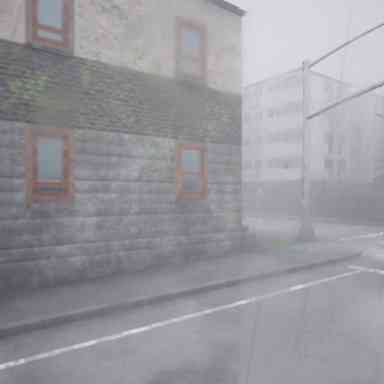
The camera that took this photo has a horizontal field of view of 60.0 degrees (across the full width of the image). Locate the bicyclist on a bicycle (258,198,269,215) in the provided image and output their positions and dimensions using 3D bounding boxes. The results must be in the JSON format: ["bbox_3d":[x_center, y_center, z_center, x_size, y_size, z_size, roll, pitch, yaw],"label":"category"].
[{"bbox_3d":[7.063,1.435,32.917,1.656,1.620,0.582,0,0,-36],"label":"bicyclist on a bicycle"}]

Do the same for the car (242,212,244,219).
[{"bbox_3d":[2.043,1.747,27.082,1.895,1.301,4.718,0,0,-36],"label":"car"}]
